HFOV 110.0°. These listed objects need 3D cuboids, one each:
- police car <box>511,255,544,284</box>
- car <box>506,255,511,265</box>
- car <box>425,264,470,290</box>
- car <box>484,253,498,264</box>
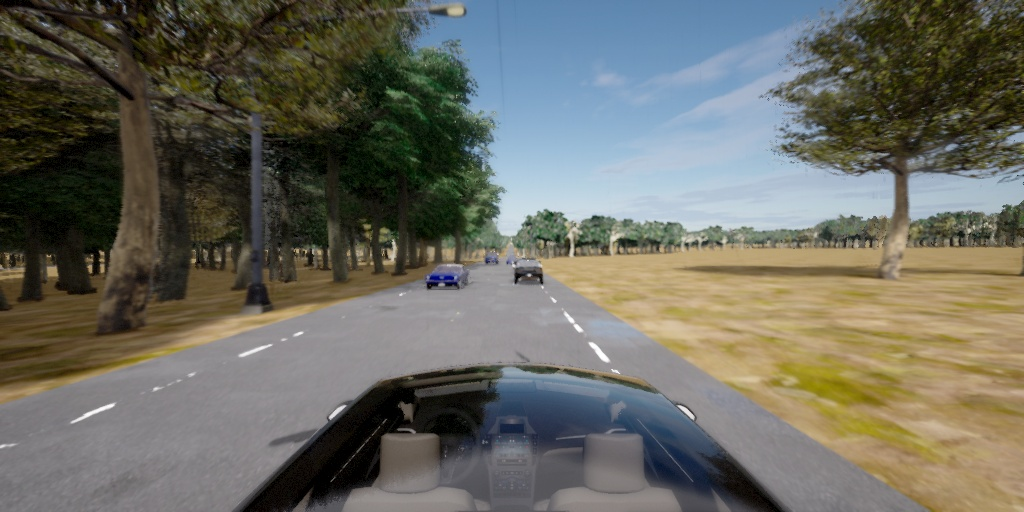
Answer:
[{"bbox_3d":[1.049,0.937,24.294,1.930,1.638,5.238,0,1,0],"label":"police car"},{"bbox_3d":[-0.002,0.755,59.601,1.994,1.385,4.181,0,0,0],"label":"car"},{"bbox_3d":[-3.588,1.150,20.523,1.895,1.301,4.718,0,1,0],"label":"car"},{"bbox_3d":[-3.524,0.412,62.349,2.150,2.045,5.566,0,0,1],"label":"car"}]
